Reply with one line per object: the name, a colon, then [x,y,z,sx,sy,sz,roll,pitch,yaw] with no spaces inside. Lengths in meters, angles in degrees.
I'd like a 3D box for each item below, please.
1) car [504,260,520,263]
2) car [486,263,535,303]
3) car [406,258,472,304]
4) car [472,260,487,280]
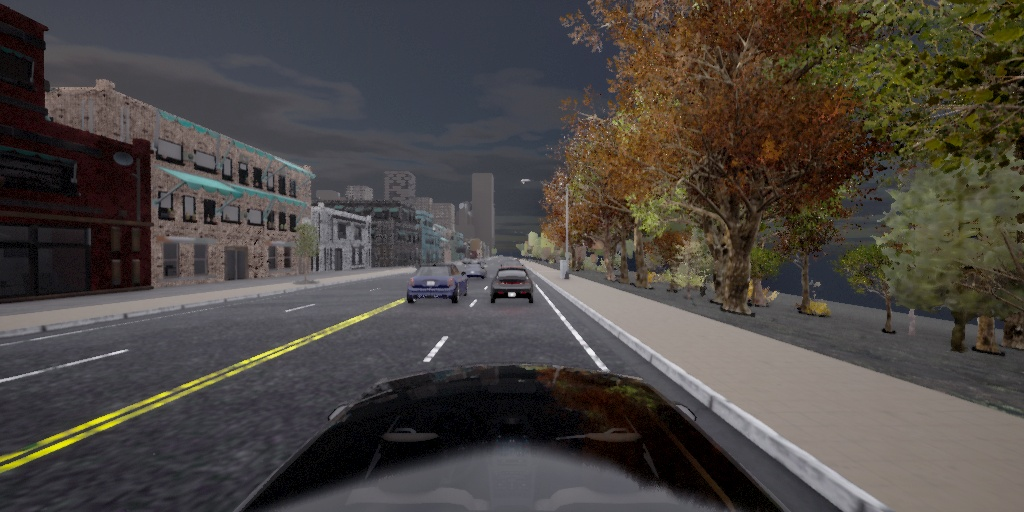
car: [0.000,1.108,31.471,2.097,1.767,4.553,0,0,0]
car: [0.000,1.261,16.501,1.837,1.490,4.892,0,0,0]
car: [-3.249,1.110,16.471,2.097,1.767,4.553,0,0,0]
car: [-3.250,1.314,31.502,1.994,1.385,4.181,0,0,0]
